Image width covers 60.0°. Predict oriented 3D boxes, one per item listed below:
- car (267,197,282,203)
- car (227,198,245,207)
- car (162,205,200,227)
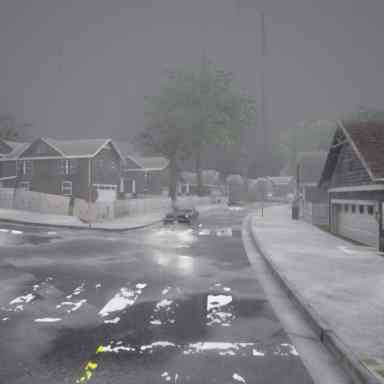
[{"bbox_3d":[18.240,1.754,73.506,2.033,1.411,5.357,-1,-1,32],"label":"car"},{"bbox_3d":[6.596,1.528,49.598,1.994,1.385,4.181,0,0,21],"label":"car"},{"bbox_3d":[-0.685,1.592,23.091,1.895,1.301,4.718,0,0,9],"label":"car"}]
